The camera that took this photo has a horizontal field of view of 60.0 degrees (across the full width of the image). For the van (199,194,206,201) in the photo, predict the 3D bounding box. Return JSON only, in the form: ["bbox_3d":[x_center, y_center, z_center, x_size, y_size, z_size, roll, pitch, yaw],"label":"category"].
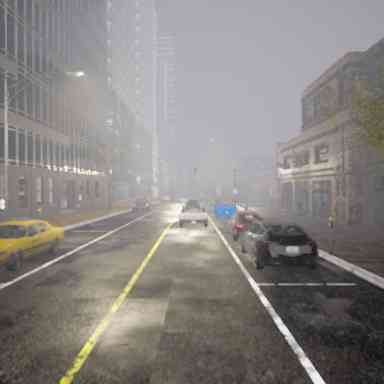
[{"bbox_3d":[2.692,1.363,87.808,1.690,1.788,3.998,-1,0,0],"label":"van"}]

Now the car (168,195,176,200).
[{"bbox_3d":[-5.650,1.590,93.508,1.947,1.339,4.313,-1,0,0],"label":"car"}]

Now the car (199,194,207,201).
[{"bbox_3d":[2.693,1.460,82.163,1.967,1.590,4.097,-1,0,0],"label":"car"}]

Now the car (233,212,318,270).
[{"bbox_3d":[2.680,1.568,10.939,1.947,1.339,4.313,-1,0,0],"label":"car"}]

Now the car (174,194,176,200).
[{"bbox_3d":[-5.653,1.586,82.219,1.947,1.339,4.313,-1,0,0],"label":"car"}]

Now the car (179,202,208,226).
[{"bbox_3d":[0.104,1.606,23.183,1.895,1.301,4.718,0,0,0],"label":"car"}]

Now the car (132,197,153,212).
[{"bbox_3d":[-5.696,1.449,38.628,1.967,1.590,4.097,-1,0,0],"label":"car"}]

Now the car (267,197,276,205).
[{"bbox_3d":[16.538,1.435,61.872,5.009,1.841,2.192,1,0,1],"label":"car"}]

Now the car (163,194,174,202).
[{"bbox_3d":[-5.825,1.544,76.406,1.752,1.417,4.829,-1,0,0],"label":"car"}]

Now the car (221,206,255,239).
[{"bbox_3d":[2.682,1.585,16.474,1.802,1.307,4.206,-1,0,0],"label":"car"}]

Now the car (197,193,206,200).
[{"bbox_3d":[2.693,1.339,93.451,2.192,1.841,5.009,-1,0,0],"label":"car"}]

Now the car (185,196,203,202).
[{"bbox_3d":[0.103,1.534,39.689,1.812,1.442,4.674,0,0,0],"label":"car"}]

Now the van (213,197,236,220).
[{"bbox_3d":[2.680,1.347,27.543,1.690,1.788,3.998,-1,0,0],"label":"van"}]

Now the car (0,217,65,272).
[{"bbox_3d":[-5.701,1.528,10.783,1.752,1.417,4.829,-1,0,0],"label":"car"}]
